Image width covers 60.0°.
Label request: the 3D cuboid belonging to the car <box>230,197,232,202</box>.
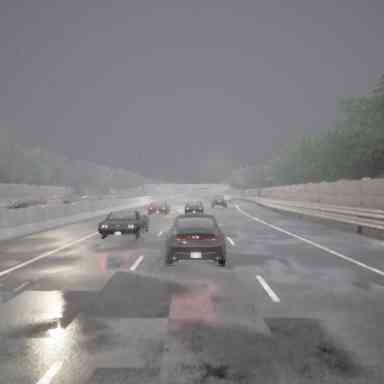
[{"bbox_3d":[7.408,1.417,71.408,1.812,1.442,4.674,0,0,2],"label":"car"}]

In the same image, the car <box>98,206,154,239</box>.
[{"bbox_3d":[-3.365,1.603,17.384,1.895,1.301,4.718,0,0,0],"label":"car"}]

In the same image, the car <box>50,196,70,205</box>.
[{"bbox_3d":[-23.505,1.522,59.568,1.837,1.490,4.892,0,0,-2],"label":"car"}]

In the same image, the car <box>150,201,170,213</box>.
[{"bbox_3d":[-3.277,1.606,33.975,1.895,1.301,4.718,0,0,0],"label":"car"}]

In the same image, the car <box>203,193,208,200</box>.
[{"bbox_3d":[4.218,1.574,83.375,1.994,1.385,4.181,0,0,1],"label":"car"}]

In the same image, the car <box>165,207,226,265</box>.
[{"bbox_3d":[0.118,1.506,11.653,1.837,1.490,4.892,0,0,0],"label":"car"}]

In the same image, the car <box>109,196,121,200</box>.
[{"bbox_3d":[-16.946,1.552,73.388,1.812,1.442,4.674,0,0,1],"label":"car"}]

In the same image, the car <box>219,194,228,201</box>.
[{"bbox_3d":[7.705,1.398,82.628,1.882,1.535,5.008,0,0,1],"label":"car"}]

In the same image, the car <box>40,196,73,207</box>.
[{"bbox_3d":[-13.965,1.482,34.432,1.882,1.535,5.008,0,0,1],"label":"car"}]

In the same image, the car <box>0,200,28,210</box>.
[{"bbox_3d":[-17.484,1.495,31.725,2.128,1.511,4.902,0,0,0],"label":"car"}]

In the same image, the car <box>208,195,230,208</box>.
[{"bbox_3d":[3.727,1.239,46.740,2.097,1.767,4.553,0,0,1],"label":"car"}]

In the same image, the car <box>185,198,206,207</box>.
[{"bbox_3d":[0.223,1.607,34.006,1.895,1.301,4.718,0,0,0],"label":"car"}]

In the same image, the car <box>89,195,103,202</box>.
[{"bbox_3d":[-20.478,1.493,71.204,1.837,1.490,4.892,0,0,1],"label":"car"}]

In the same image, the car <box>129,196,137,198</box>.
[{"bbox_3d":[-13.406,1.539,75.934,1.895,1.301,4.718,0,0,1],"label":"car"}]
